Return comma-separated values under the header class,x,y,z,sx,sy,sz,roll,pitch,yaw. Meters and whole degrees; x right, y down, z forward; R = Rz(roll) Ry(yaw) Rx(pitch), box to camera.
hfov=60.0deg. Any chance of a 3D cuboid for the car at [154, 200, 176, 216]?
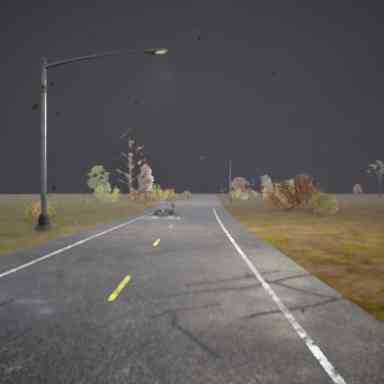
class,x,y,z,sx,sy,sz,roll,pitch,yaw
car,-2.752,1.629,34.773,1.837,1.490,4.892,0,0,2
